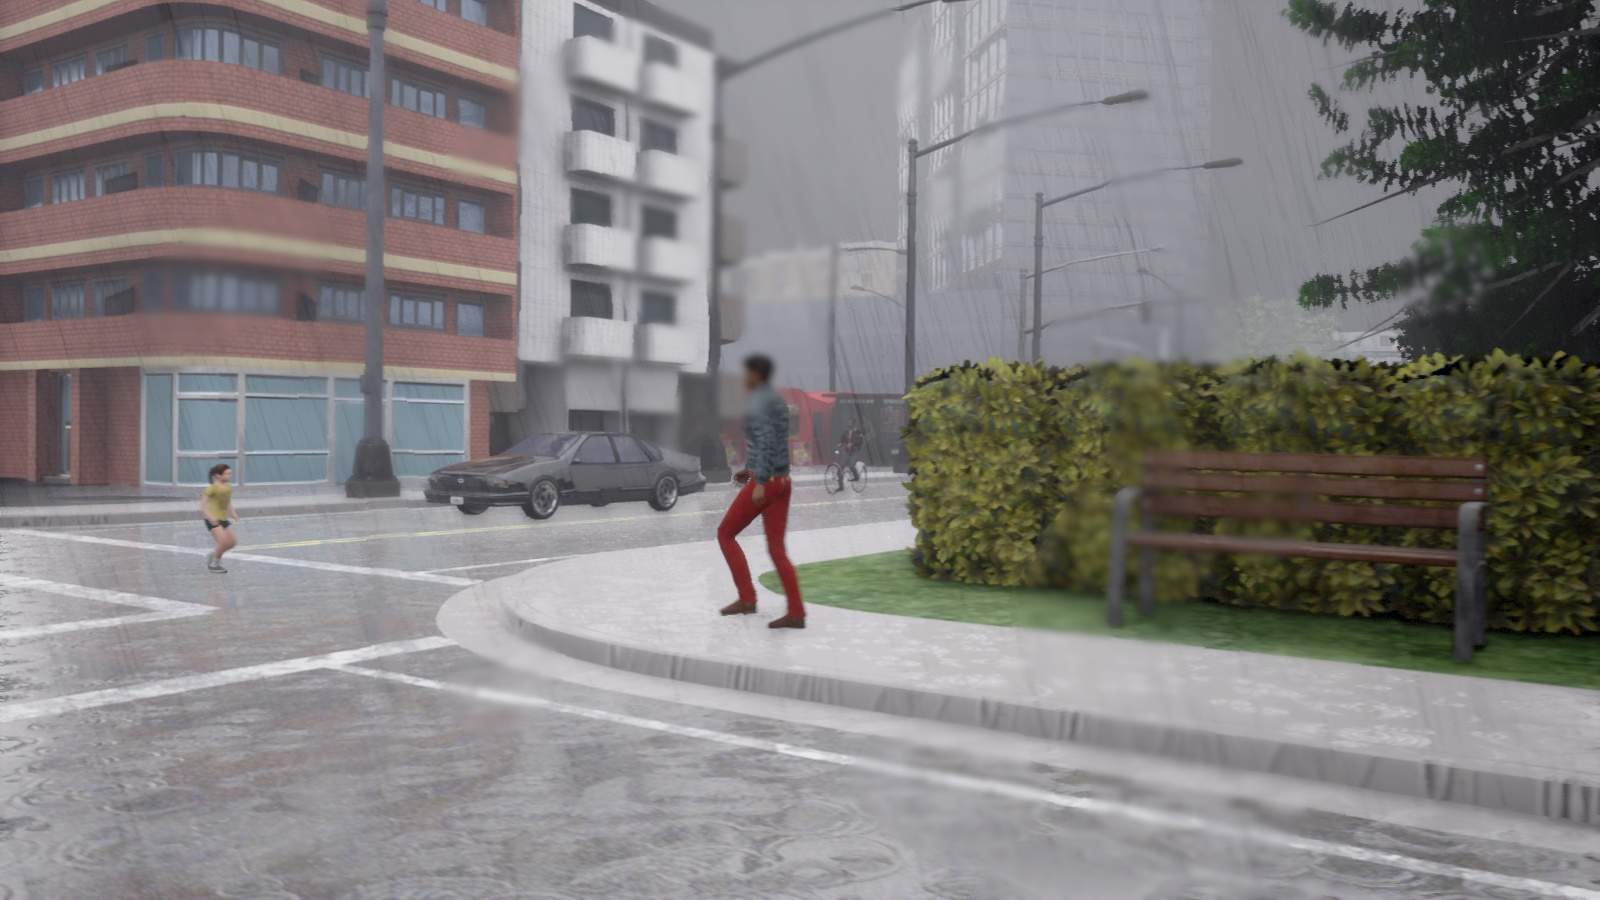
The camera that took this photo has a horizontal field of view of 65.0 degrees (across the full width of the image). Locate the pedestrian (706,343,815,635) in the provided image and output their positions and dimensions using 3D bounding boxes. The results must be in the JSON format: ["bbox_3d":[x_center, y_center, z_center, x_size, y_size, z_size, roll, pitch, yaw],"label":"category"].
[{"bbox_3d":[-0.254,0.247,8.220,0.614,1.847,0.353,0,1,23],"label":"pedestrian"}]

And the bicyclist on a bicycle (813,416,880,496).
[{"bbox_3d":[1.086,0.120,28.975,0.659,1.776,1.843,0,1,34],"label":"bicyclist on a bicycle"}]

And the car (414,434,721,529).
[{"bbox_3d":[-3.810,0.441,21.676,2.033,1.411,5.357,0,1,34],"label":"car"}]

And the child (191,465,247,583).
[{"bbox_3d":[-5.546,0.702,11.994,0.394,1.110,0.255,0,1,10],"label":"child"}]
